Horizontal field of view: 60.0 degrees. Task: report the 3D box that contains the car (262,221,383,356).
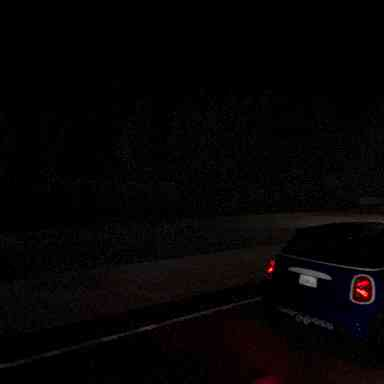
[{"bbox_3d":[3.469,1.352,6.220,4.553,1.767,2.097,0,0,-36],"label":"car"}]
